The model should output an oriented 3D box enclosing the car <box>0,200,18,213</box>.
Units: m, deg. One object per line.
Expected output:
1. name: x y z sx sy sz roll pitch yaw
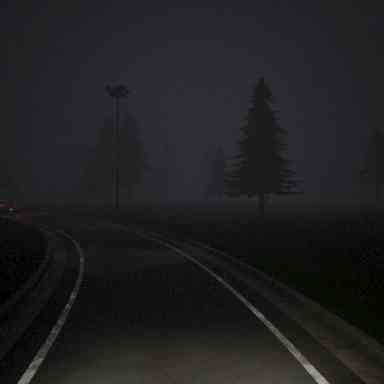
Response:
1. car: -20.158 1.526 35.267 4.674 1.442 1.812 0 0 40
